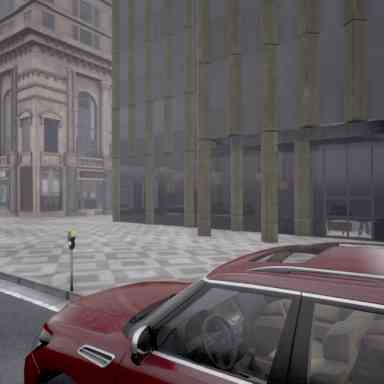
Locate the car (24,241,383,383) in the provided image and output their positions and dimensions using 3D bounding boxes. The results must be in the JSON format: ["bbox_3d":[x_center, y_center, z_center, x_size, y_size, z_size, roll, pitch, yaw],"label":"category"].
[{"bbox_3d":[0.897,1.315,2.333,5.009,1.841,2.192,0,0,36],"label":"car"}]
